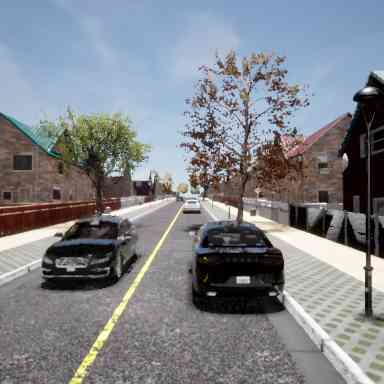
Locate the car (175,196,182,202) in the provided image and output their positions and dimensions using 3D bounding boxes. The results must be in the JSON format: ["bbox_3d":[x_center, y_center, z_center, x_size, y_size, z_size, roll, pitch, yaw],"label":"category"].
[{"bbox_3d":[-2.898,1.666,79.570,1.812,1.442,4.674,0,0,0],"label":"car"}]

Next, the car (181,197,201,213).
[{"bbox_3d":[0.006,1.573,36.944,1.812,1.442,4.674,0,0,0],"label":"car"}]

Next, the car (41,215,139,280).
[{"bbox_3d":[-2.767,1.516,10.012,1.837,1.490,4.892,0,0,0],"label":"car"}]

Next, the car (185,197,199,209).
[{"bbox_3d":[-0.034,1.540,47.185,1.882,1.535,5.008,0,0,0],"label":"car"}]

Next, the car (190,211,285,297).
[{"bbox_3d":[0.948,1.487,8.664,1.882,1.535,5.008,0,0,0],"label":"car"}]
